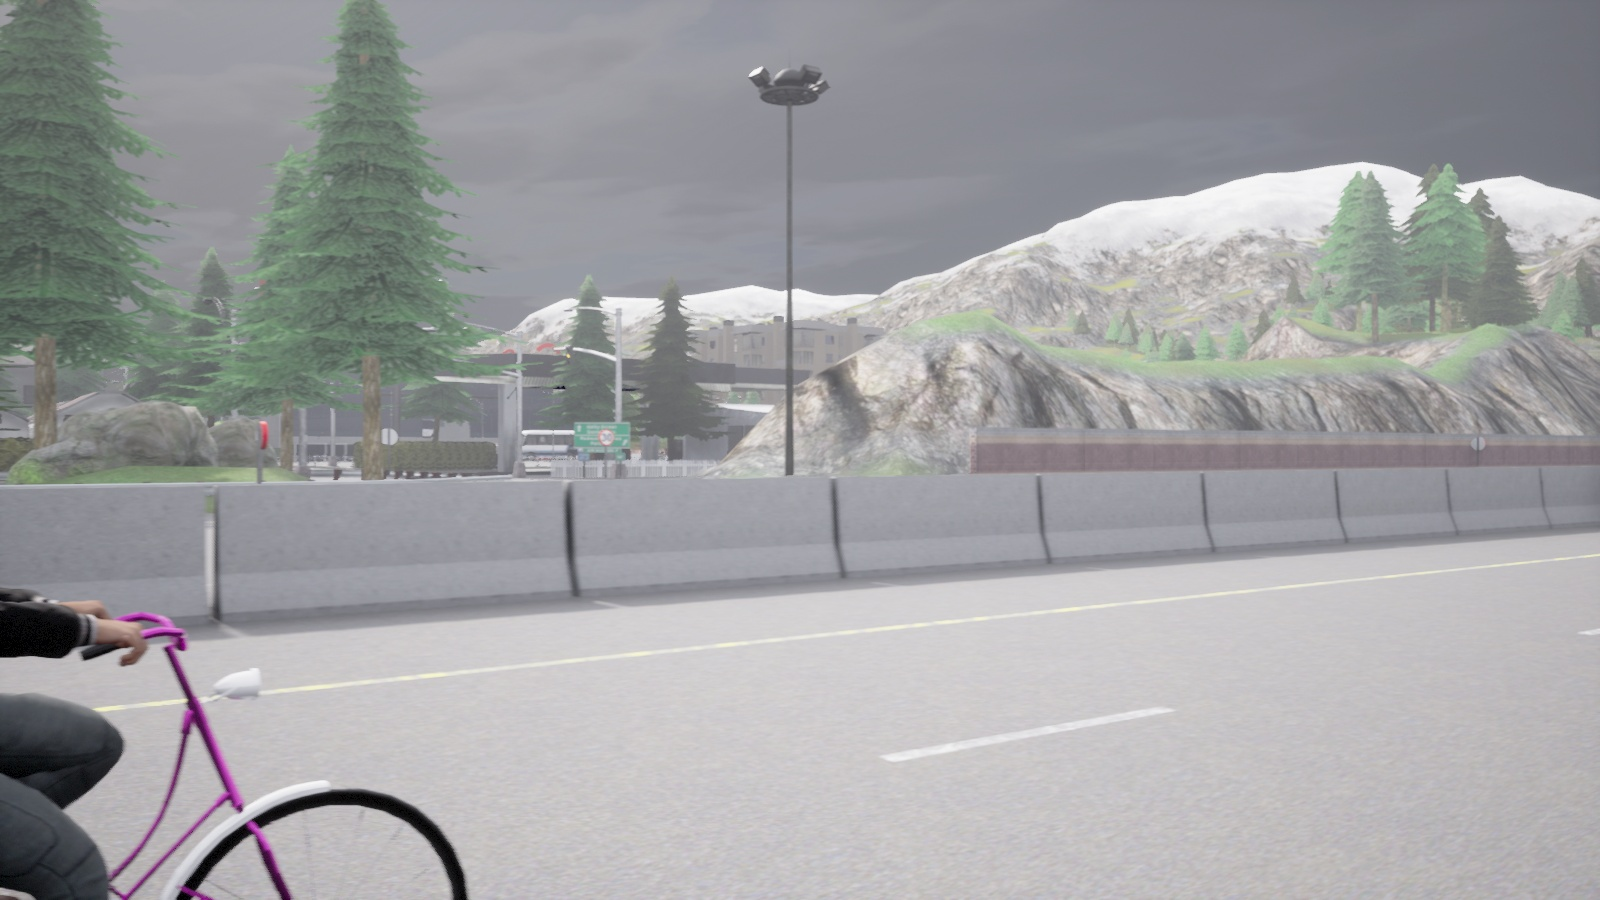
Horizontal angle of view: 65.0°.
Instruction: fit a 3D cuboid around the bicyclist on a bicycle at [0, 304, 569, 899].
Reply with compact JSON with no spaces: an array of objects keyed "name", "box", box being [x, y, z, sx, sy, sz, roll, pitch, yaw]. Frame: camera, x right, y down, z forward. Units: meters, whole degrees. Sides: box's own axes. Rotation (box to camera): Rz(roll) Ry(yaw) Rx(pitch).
[{"name":"bicyclist on a bicycle","box":[-1.479,0.625,2.630,1.843,1.776,0.659,0,0,-35]}]
